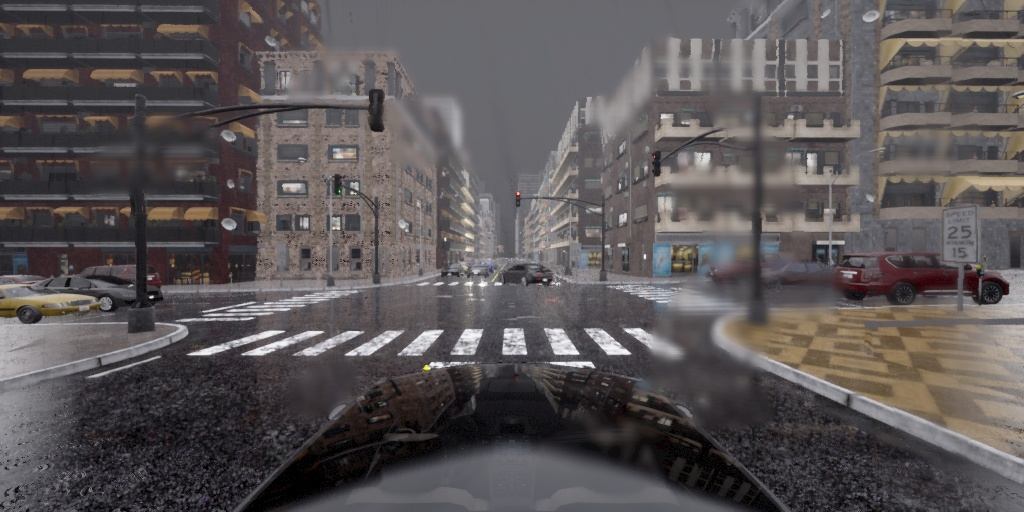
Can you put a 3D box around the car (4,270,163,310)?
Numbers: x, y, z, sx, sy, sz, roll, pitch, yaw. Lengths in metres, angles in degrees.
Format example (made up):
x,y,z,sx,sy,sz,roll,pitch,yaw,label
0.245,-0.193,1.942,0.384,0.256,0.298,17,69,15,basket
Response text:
x,y,z,sx,sy,sz,roll,pitch,yaw,label
-17.895,1.560,15.355,4.892,1.490,1.837,-1,0,-1,car

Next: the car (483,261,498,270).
x,y,z,sx,sy,sz,roll,pitch,yaw,label
-3.194,1.365,53.415,1.895,1.301,4.718,0,0,0,car

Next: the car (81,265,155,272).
x,y,z,sx,sy,sz,roll,pitch,yaw,label
-23.637,1.462,21.055,5.009,1.841,2.192,0,0,-1,car

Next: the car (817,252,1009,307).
x,y,z,sx,sy,sz,roll,pitch,yaw,label
14.688,0.775,13.118,5.009,1.841,2.192,0,0,-1,car

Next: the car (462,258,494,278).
x,y,z,sx,sy,sz,roll,pitch,yaw,label
-3.163,1.247,33.996,2.128,1.511,4.902,0,0,0,car

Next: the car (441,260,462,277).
x,y,z,sx,sy,sz,roll,pitch,yaw,label
-5.756,1.322,35.120,1.948,1.339,4.313,0,0,0,car

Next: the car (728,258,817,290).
x,y,z,sx,sy,sz,roll,pitch,yaw,label
14.853,0.991,18.910,5.357,1.411,2.033,-1,0,-1,car

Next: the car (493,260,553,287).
x,y,z,sx,sy,sz,roll,pitch,yaw,label
0.861,1.249,24.229,1.837,1.490,4.892,-2,0,-29,car

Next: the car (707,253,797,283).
x,y,z,sx,sy,sz,roll,pitch,yaw,label
14.537,0.759,21.497,5.009,1.841,2.192,0,0,-1,car

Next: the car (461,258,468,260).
x,y,z,sx,sy,sz,roll,pitch,yaw,label
-5.767,1.284,40.633,1.751,1.417,4.829,0,0,0,car

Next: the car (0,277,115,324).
x,y,z,sx,sy,sz,roll,pitch,yaw,label
-17.651,1.585,12.771,4.829,1.417,1.751,0,0,-1,car
